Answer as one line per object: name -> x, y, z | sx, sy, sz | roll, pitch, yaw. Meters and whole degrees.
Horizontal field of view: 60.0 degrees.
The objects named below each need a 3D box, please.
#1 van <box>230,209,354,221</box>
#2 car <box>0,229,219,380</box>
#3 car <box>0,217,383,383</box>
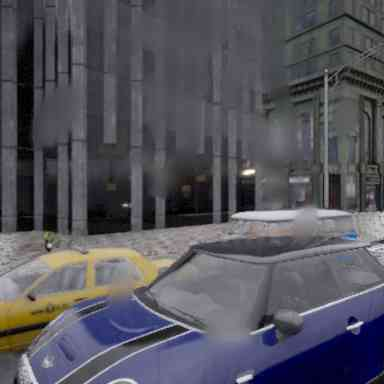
van -> 2.543, 1.359, 8.470 | 3.998, 1.788, 1.690 | 0, 0, -36
car -> -2.000, 1.528, 5.225 | 4.829, 1.417, 1.752 | 0, 0, -36
car -> 0.568, 1.359, 3.733 | 4.553, 1.767, 2.097 | 0, 0, -35
